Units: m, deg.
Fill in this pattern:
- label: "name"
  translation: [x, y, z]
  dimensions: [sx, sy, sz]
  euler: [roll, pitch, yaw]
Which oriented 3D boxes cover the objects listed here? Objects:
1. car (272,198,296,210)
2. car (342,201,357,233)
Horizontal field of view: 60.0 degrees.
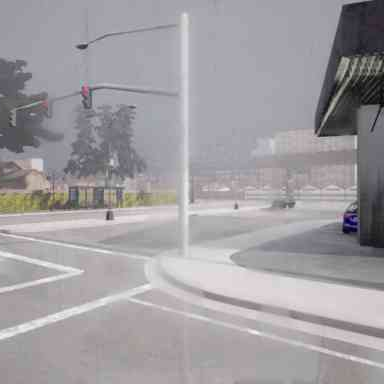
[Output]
- label: "car"
  translation: [11.934, 1.505, 43.047]
  dimensions: [1.837, 1.490, 4.892]
  euler: [0, 0, 36]
- label: "car"
  translation: [9.530, 1.295, 17.671]
  dimensions: [2.242, 1.667, 4.611]
  euler: [0, 0, 37]
